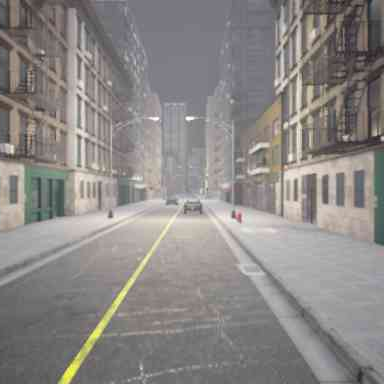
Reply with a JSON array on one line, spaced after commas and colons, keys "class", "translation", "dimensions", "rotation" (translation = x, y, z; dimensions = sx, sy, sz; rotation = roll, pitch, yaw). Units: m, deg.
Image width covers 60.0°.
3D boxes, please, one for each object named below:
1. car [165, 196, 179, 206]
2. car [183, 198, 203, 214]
[{"class": "car", "translation": [-3.000, 1.371, 51.429], "dimensions": [2.033, 1.411, 5.357], "rotation": [0, 0, 0]}, {"class": "car", "translation": [0.110, 1.360, 34.158], "dimensions": [2.128, 1.511, 4.902], "rotation": [0, 0, 0]}]
